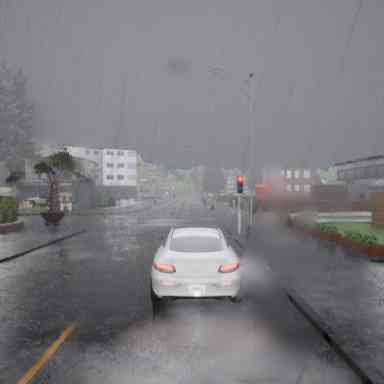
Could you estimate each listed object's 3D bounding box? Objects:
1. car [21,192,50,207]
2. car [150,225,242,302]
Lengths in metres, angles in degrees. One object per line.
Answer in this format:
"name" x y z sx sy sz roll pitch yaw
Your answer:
"car" -19.817 0.978 42.787 1.905 1.878 3.866 0 0 35
"car" 0.086 1.524 8.133 1.812 1.442 4.674 0 0 0
